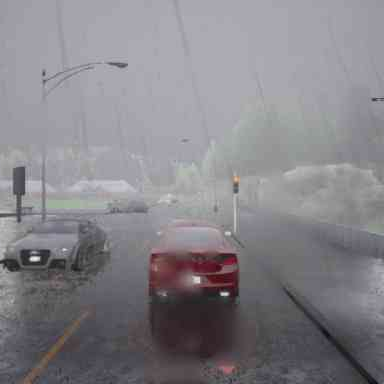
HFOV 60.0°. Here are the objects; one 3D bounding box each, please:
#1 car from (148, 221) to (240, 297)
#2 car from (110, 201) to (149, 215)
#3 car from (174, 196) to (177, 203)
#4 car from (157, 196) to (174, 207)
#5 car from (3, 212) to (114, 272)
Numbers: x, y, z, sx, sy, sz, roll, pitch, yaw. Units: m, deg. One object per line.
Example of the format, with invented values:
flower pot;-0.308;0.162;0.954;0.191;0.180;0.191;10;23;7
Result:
car;0.052;1.478;8.630;1.882;1.535;5.008;0;0;0
car;-6.230;1.564;33.737;1.994;1.385;4.181;0;0;34
car;-4.064;1.525;68.874;1.812;1.442;4.674;0;0;0
car;-4.139;1.526;50.859;1.812;1.442;4.674;0;0;0
car;-4.111;1.564;10.702;1.994;1.385;4.181;0;0;0
